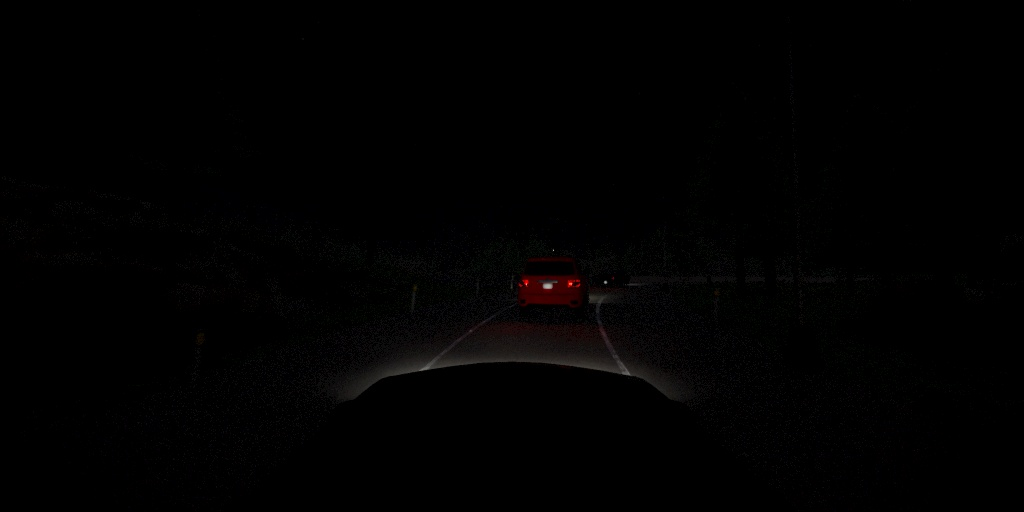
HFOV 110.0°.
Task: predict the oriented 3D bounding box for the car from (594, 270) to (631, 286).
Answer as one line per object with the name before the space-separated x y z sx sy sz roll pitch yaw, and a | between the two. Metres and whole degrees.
car | 8.528 1.844 30.112 1.895 1.301 4.718 -2 -3 32

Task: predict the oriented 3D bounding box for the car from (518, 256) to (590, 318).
car | 1.711 1.051 13.607 2.150 2.045 5.566 -1 -1 13
